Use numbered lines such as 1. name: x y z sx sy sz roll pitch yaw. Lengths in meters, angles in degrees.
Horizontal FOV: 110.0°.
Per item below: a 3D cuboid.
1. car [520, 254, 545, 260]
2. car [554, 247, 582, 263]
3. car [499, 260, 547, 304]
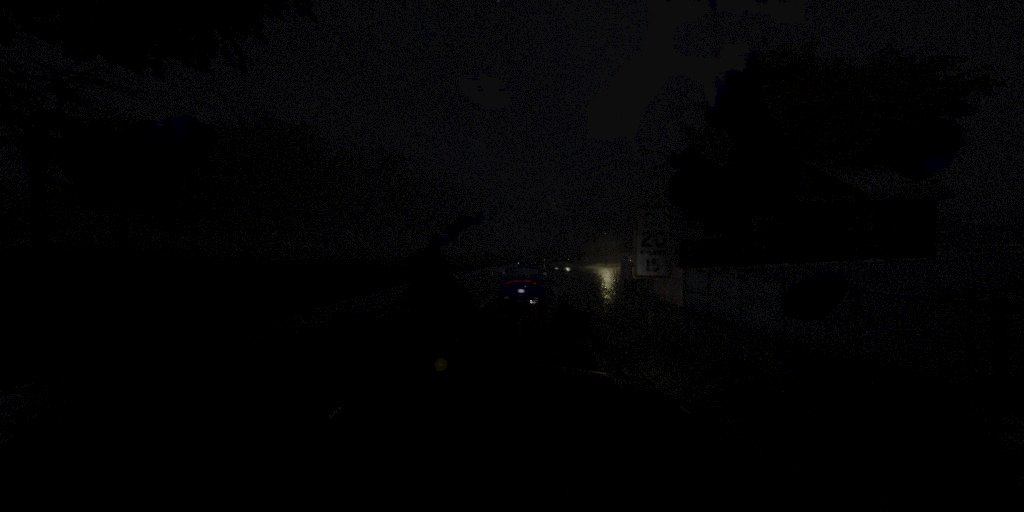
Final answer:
1. car: 2.072 0.588 36.572 1.837 1.490 4.892 1 3 20
2. car: 7.673 -0.148 48.255 2.150 2.045 5.566 2 3 31
3. car: 0.546 1.145 16.155 1.882 1.535 5.008 1 1 4
